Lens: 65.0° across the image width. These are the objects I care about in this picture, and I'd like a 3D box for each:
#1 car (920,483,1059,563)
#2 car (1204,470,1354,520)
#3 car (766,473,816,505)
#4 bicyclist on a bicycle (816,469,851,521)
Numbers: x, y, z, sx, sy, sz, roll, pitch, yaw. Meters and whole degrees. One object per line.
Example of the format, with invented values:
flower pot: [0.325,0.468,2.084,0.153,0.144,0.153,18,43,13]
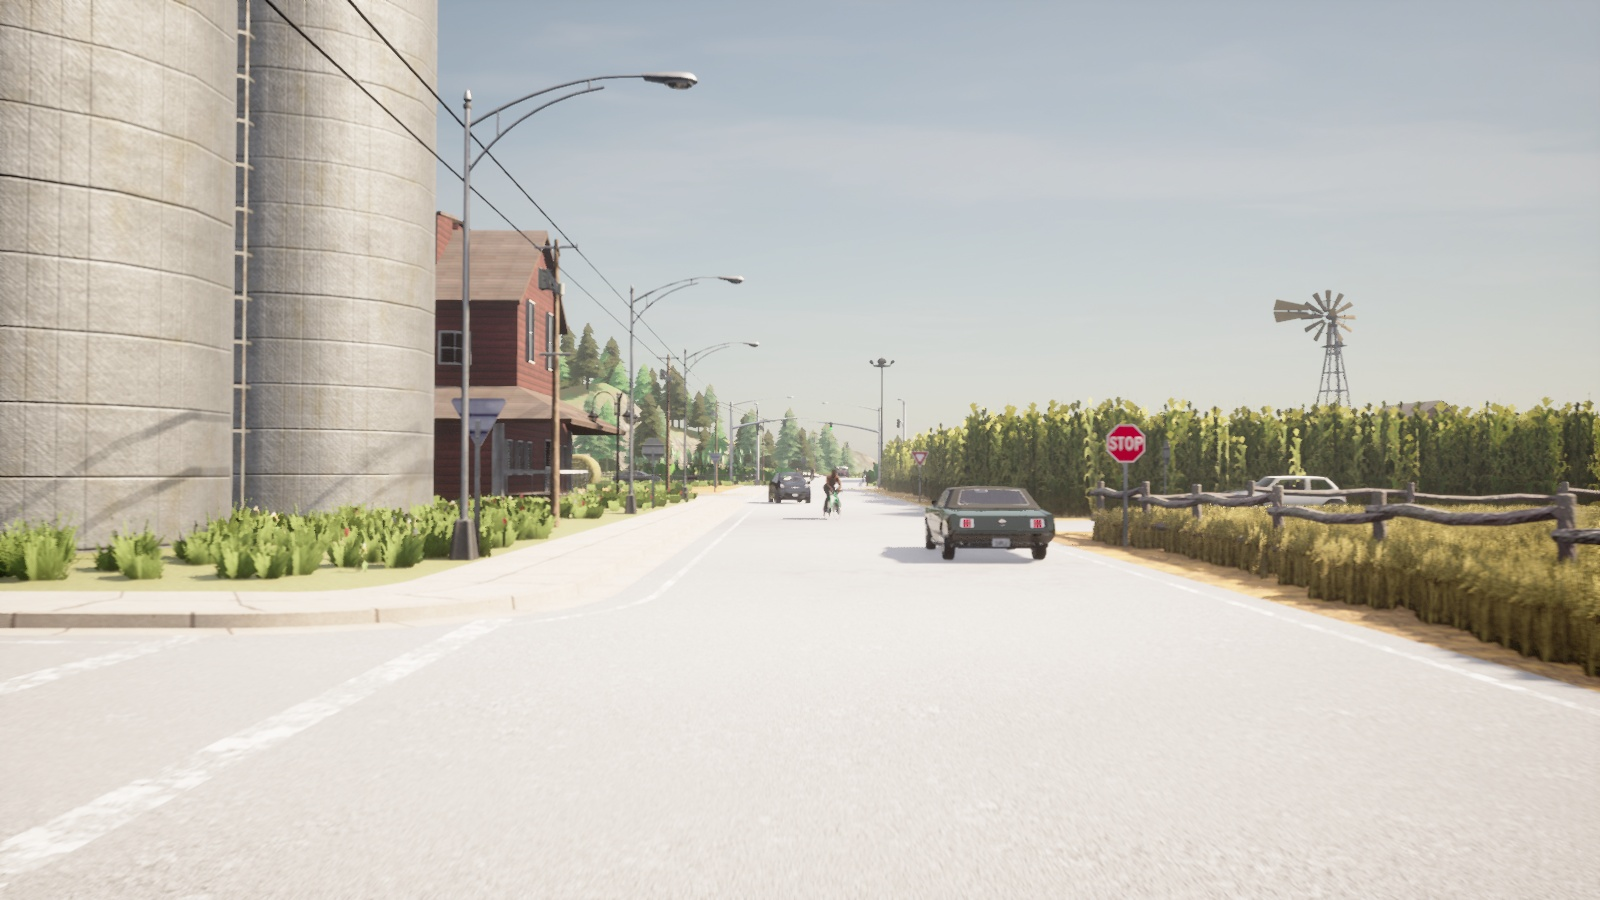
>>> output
car: [3.444,1.298,23.711,1.895,1.301,4.718,0,-1,0]
car: [14.608,1.365,38.433,3.806,1.475,1.970,0,-1,0]
car: [-0.462,1.837,60.116,1.845,1.501,3.633,0,-1,-9]
bicyclist on a bicycle: [1.072,1.436,40.186,0.582,1.620,1.656,0,-1,-19]
